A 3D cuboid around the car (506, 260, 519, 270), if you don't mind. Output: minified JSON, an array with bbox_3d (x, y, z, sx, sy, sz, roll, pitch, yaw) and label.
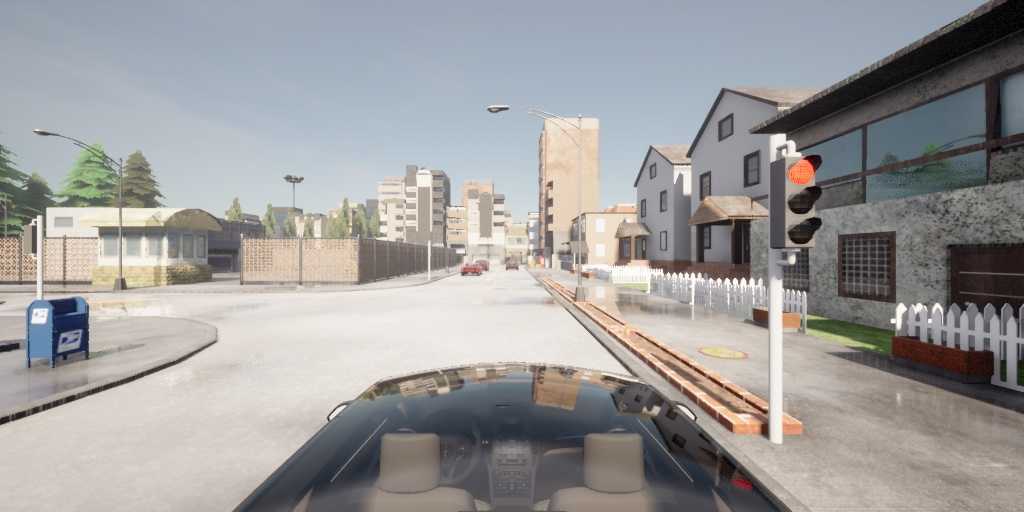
[{"bbox_3d":[0.057,1.297,51.652,2.033,1.411,5.357,0,0,1],"label":"car"}]

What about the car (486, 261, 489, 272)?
[{"bbox_3d":[-4.112,1.227,47.681,1.882,1.535,5.008,0,0,0],"label":"car"}]

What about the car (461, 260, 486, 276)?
[{"bbox_3d":[-4.121,1.351,37.175,1.895,1.301,4.718,0,0,0],"label":"car"}]
